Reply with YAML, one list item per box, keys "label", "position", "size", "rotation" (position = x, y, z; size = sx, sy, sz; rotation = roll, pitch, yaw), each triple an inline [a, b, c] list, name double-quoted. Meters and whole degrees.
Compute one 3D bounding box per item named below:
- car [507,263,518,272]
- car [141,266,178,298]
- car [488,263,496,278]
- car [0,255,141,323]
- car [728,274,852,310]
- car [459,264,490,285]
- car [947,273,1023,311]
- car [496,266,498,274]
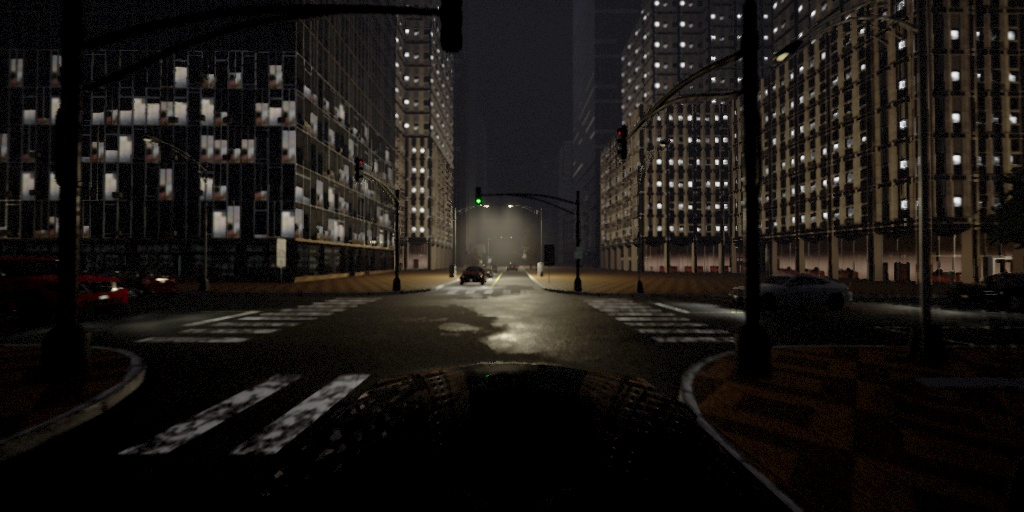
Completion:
- label: "car"
  position: [0.043, 1.890, 59.421]
  size: [2.033, 1.411, 5.357]
  rotation: [0, -1, 0]
- label: "car"
  position: [-19.198, 1.277, 17.634]
  size: [4.097, 1.591, 1.967]
  rotation: [0, 0, -1]
- label: "car"
  position: [-3.065, 1.646, 39.622]
  size: [1.837, 1.490, 4.892]
  rotation: [0, -1, 0]
- label: "car"
  position: [-16.201, 0.993, 11.774]
  size: [5.566, 2.045, 2.150]
  rotation: [0, -1, -1]
- label: "car"
  position: [11.884, 1.487, 15.430]
  size: [4.674, 1.442, 1.812]
  rotation: [0, -1, -2]
- label: "car"
  position: [-3.074, 1.561, 29.287]
  size: [1.812, 1.442, 4.674]
  rotation: [0, -1, 0]
- label: "car"
  position: [22.064, 1.485, 15.564]
  size: [5.008, 1.535, 1.882]
  rotation: [0, -1, -1]
- label: "car"
  position: [-3.046, 1.788, 51.566]
  size: [1.812, 1.442, 4.674]
  rotation: [0, -1, 0]
